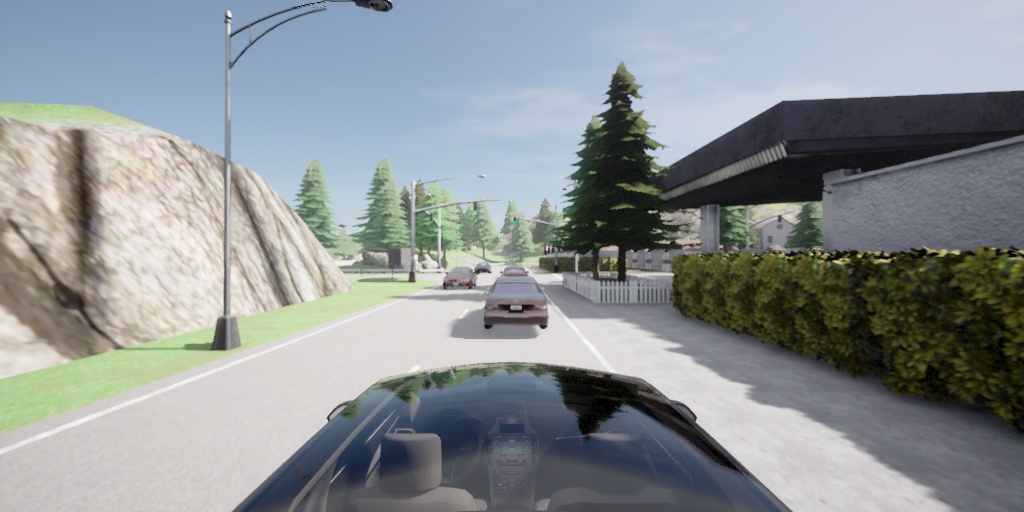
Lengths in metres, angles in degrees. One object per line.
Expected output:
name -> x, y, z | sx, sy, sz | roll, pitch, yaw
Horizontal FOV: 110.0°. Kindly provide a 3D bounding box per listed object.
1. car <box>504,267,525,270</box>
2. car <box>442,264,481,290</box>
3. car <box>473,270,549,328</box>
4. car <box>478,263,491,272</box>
car -> 0.160, 1.404, 23.412 | 1.812, 1.442, 4.674 | 0, 0, 0
car -> -3.437, 1.455, 24.275 | 1.812, 1.442, 4.674 | 0, 0, 0
car -> 0.123, 1.356, 11.552 | 2.033, 1.411, 5.357 | 0, 0, 0
car -> -3.479, 1.497, 43.461 | 2.033, 1.411, 5.357 | 0, -2, 0
